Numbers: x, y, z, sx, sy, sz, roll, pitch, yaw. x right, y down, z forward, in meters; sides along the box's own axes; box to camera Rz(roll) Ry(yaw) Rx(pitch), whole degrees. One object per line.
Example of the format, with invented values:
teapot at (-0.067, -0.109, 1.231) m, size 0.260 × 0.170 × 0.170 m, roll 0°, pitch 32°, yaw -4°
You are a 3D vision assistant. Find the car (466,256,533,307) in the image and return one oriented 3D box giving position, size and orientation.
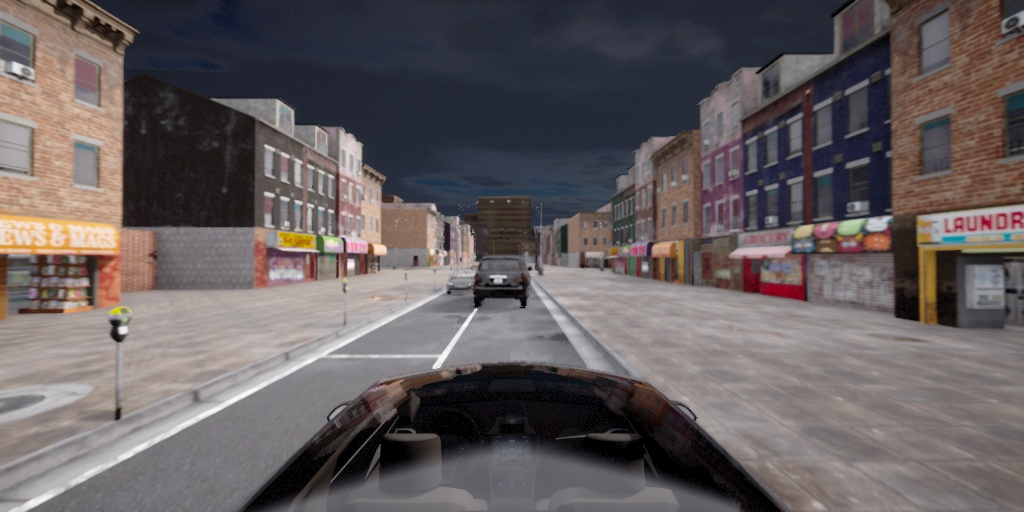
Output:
car at (-0.316, 1.027, 15.928) m, size 2.150 × 2.045 × 5.566 m, roll 0°, pitch 0°, yaw 4°

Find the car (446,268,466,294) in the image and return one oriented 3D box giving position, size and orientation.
car at (-2.635, 1.376, 20.524) m, size 2.007 × 1.370 × 4.403 m, roll 0°, pitch 0°, yaw 0°
